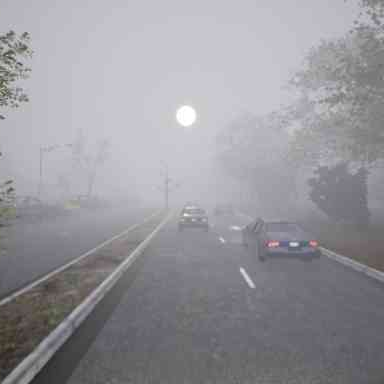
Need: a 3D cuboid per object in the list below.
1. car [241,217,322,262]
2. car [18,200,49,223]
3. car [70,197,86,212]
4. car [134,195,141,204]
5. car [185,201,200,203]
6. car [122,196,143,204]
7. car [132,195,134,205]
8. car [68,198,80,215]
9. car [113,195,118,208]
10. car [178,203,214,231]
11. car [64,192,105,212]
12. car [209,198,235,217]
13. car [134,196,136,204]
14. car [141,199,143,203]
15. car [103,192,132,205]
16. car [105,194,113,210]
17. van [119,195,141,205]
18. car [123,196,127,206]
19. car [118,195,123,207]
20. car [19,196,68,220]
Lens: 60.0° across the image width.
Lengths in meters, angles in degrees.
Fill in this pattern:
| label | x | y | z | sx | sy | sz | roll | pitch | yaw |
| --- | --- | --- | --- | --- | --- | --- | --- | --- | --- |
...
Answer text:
| label | x | y | z | sx | sy | sz | roll | pitch | yaw |
| --- | --- | --- | --- | --- | --- | --- | --- | --- | --- |
| car | 3.088 | 1.641 | 12.572 | 2.033 | 1.411 | 5.357 | 0 | 0 | 0 |
| car | -13.815 | 1.638 | 25.336 | 4.792 | 1.488 | 2.163 | -1 | 0 | -20 |
| car | -14.017 | 1.631 | 34.258 | 5.366 | 1.575 | 1.946 | -1 | 0 | -20 |
| car | -13.861 | 1.626 | 67.334 | 5.566 | 2.045 | 2.435 | -1 | 0 | -20 |
| car | 0.060 | 1.735 | 41.265 | 1.994 | 1.385 | 4.181 | 0 | 0 | 0 |
| car | -13.708 | 1.836 | 76.383 | 4.553 | 1.767 | 2.185 | -1 | 0 | -19 |
| car | -14.023 | 1.820 | 61.268 | 5.366 | 1.575 | 1.946 | -1 | 0 | -20 |
| car | -13.669 | 1.616 | 31.392 | 5.366 | 1.575 | 1.946 | -1 | 0 | -20 |
| car | -13.883 | 1.592 | 49.322 | 4.553 | 1.767 | 2.185 | -1 | -1 | -20 |
| car | 0.079 | 1.660 | 21.336 | 2.033 | 1.411 | 5.357 | 0 | 0 | 0 |
| car | -13.874 | 1.407 | 40.310 | 5.566 | 2.045 | 2.435 | -1 | 0 | -20 |
| car | 3.068 | 1.626 | 32.860 | 2.128 | 1.511 | 4.902 | 0 | 0 | 0 |
| car | -13.837 | 1.889 | 64.335 | 4.674 | 1.452 | 2.002 | -1 | 0 | -20 |
| car | -13.792 | 1.654 | 70.370 | 5.566 | 2.045 | 2.435 | -1 | -1 | -20 |
| car | -13.880 | 1.543 | 58.320 | 5.566 | 2.045 | 2.435 | -1 | 0 | -20 |
| car | -13.819 | 1.568 | 46.336 | 4.553 | 1.767 | 2.185 | -1 | 0 | -20 |
| van | -13.679 | 1.707 | 73.406 | 4.442 | 1.987 | 1.878 | -1 | -1 | -20 |
| car | -13.877 | 1.796 | 55.315 | 4.792 | 1.488 | 2.163 | -1 | 0 | -20 |
| car | -13.858 | 1.742 | 52.331 | 4.892 | 1.521 | 2.231 | -1 | -1 | -20 |
| car | -13.821 | 1.364 | 28.340 | 5.566 | 2.045 | 2.435 | -1 | 0 | -20 |
